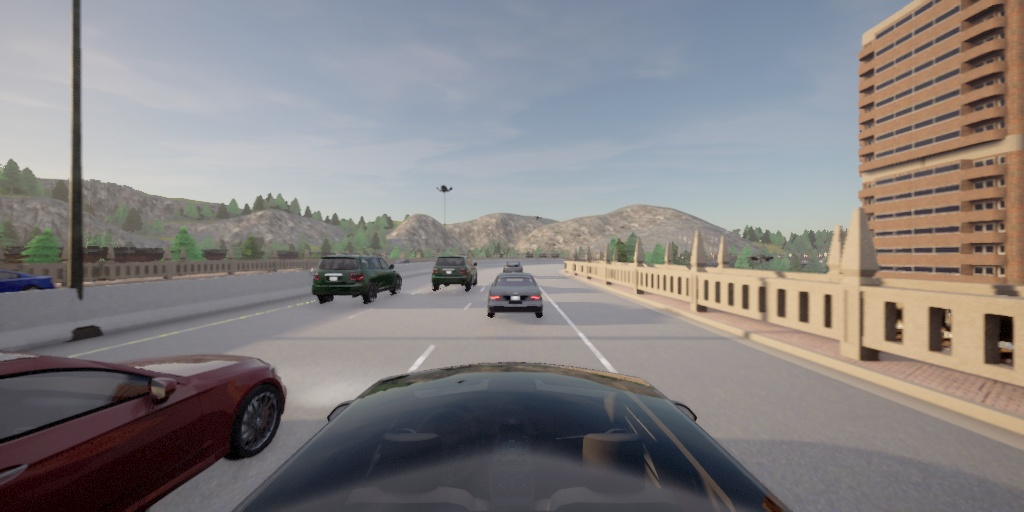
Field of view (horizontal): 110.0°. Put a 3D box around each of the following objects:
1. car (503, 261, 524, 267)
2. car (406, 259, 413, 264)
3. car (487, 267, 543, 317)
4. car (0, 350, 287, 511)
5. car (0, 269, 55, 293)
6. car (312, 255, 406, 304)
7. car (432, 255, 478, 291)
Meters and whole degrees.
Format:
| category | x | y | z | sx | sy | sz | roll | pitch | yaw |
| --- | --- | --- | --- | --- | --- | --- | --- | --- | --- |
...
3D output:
| category | x | y | z | sx | sy | sz | roll | pitch | yaw |
| --- | --- | --- | --- | --- | --- | --- | --- | --- | --- |
| car | 0.140 | 1.243 | 34.698 | 2.128 | 1.511 | 4.902 | 0 | 0 | 1 |
| car | -18.199 | 1.299 | 59.450 | 1.837 | 1.490 | 4.892 | 0 | 0 | 13 |
| car | 0.100 | 1.298 | 13.143 | 2.033 | 1.411 | 5.357 | 0 | 0 | 0 |
| car | -3.413 | 1.276 | 2.044 | 1.812 | 1.442 | 4.674 | 0 | 0 | 0 |
| car | -21.097 | 1.227 | 13.617 | 1.882 | 1.535 | 5.008 | 0 | 0 | 0 |
| car | -6.902 | 0.972 | 16.557 | 2.150 | 2.045 | 5.566 | 0 | 0 | 0 |
| car | -3.402 | 0.972 | 22.008 | 2.150 | 2.045 | 5.566 | 0 | 0 | 0 |
